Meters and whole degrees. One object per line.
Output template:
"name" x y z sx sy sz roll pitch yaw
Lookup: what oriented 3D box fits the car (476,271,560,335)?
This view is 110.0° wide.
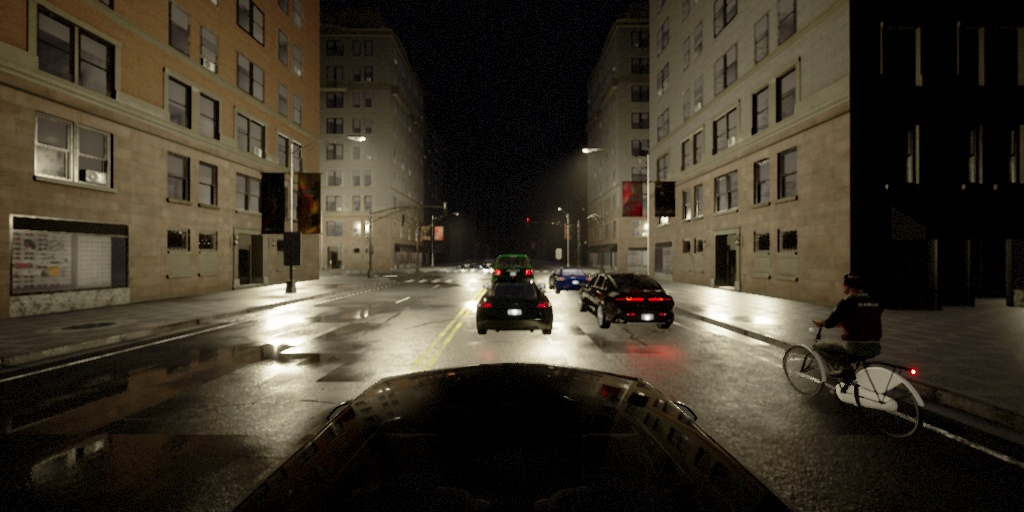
"car" 0.070 1.307 10.543 1.994 1.385 4.181 0 0 0

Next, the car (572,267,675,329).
"car" 3.318 1.248 11.217 1.837 1.490 4.892 0 0 0

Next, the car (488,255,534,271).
"car" 0.044 0.959 19.956 2.150 2.045 5.566 0 0 0

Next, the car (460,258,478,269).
"car" -6.753 1.245 55.581 1.812 1.442 4.674 0 0 0

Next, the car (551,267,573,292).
"car" 3.193 1.301 20.112 1.994 1.385 4.181 0 0 0

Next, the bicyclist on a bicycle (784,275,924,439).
"bicyclist on a bicycle" 4.134 1.118 4.543 0.659 1.776 1.843 0 0 0

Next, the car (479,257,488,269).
"car" -3.508 1.212 55.720 2.128 1.511 4.902 0 0 0
